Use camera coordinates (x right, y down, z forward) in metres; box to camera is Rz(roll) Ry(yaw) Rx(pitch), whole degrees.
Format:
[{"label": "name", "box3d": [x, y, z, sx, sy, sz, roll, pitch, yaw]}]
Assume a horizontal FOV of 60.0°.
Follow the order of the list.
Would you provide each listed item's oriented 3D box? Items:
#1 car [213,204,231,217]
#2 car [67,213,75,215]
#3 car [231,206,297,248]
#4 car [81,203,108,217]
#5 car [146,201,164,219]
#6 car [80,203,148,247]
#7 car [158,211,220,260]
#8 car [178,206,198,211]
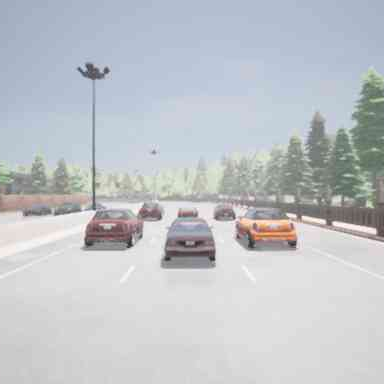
[{"label": "car", "box3d": [3.109, 1.891, 32.680, 1.812, 1.442, 4.674, 0, 0, -1]}, {"label": "car", "box3d": [-14.686, 1.904, 39.615, 2.097, 1.767, 4.553, 0, -1, -1]}, {"label": "car", "box3d": [3.372, 1.520, 15.926, 2.097, 1.767, 4.553, 0, -1, -1]}, {"label": "car", "box3d": [-11.167, 2.042, 38.313, 1.812, 1.442, 4.674, 0, -1, -1]}, {"label": "car", "box3d": [-3.888, 1.757, 32.448, 2.097, 1.767, 4.553, 0, -1, -1]}, {"label": "car", "box3d": [-3.634, 1.566, 16.309, 2.097, 1.767, 4.553, 0, -1, -1]}, {"label": "car", "box3d": [-0.086, 1.703, 13.087, 2.033, 1.411, 5.357, 0, -1, -1]}, {"label": "car", "box3d": [-0.371, 1.974, 31.561, 1.895, 1.301, 4.718, 0, -1, -1]}]
